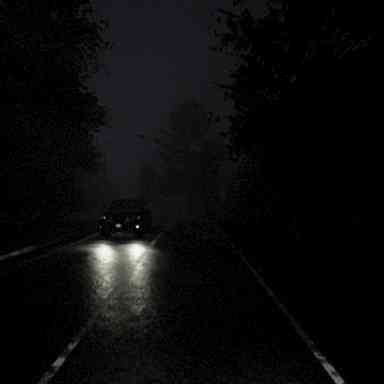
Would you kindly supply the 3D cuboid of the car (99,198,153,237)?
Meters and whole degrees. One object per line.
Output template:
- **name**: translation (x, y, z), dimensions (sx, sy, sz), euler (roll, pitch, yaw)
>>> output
- **car**: translation (-3.572, 1.363, 18.978), dimensions (2.150, 2.045, 5.566), euler (0, -2, 0)
